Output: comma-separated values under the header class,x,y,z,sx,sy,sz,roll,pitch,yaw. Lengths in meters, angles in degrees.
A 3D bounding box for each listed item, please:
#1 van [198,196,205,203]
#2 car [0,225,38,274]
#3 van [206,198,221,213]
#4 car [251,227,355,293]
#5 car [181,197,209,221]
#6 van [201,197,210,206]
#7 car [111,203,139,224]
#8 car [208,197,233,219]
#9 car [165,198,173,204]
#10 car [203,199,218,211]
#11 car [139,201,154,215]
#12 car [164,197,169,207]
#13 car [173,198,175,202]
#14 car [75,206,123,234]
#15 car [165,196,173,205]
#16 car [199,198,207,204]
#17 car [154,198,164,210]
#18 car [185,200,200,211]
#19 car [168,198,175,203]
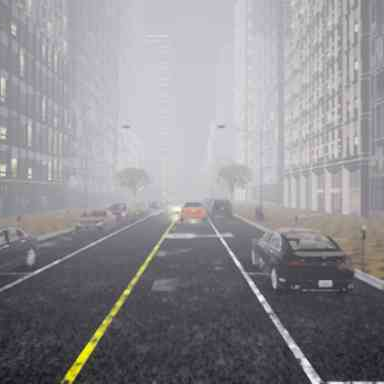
class,x,y,z,sx,sy,sz,roll,pitch,yaw
van,2.681,2.052,94.126,1.690,1.788,3.998,-1,0,0
car,-5.698,1.620,8.871,2.008,1.369,4.403,-1,0,0
van,2.681,1.671,42.974,1.690,1.788,3.998,-1,0,0
car,2.682,1.620,8.871,2.008,1.369,4.403,-1,0,0
car,0.101,1.577,29.280,2.097,1.767,4.553,0,0,0
van,2.681,1.841,65.707,1.690,1.788,3.998,-1,0,0
car,-5.699,1.639,25.922,1.967,1.590,4.097,-1,0,0
car,2.680,1.558,31.607,2.192,1.841,5.009,-1,0,0
car,-5.697,2.208,82.757,1.802,1.307,4.206,-1,0,0
car,2.682,1.813,48.656,1.967,1.590,4.097,-1,0,0
car,-5.698,1.810,37.119,1.752,1.417,4.829,-1,0,0
car,-5.698,2.008,60.023,2.008,1.369,4.403,-1,0,0
car,-5.699,1.899,77.075,2.192,1.841,5.009,-1,0,0
car,-5.698,1.738,20.238,1.802,1.307,4.206,-1,0,0
car,-5.698,1.982,71.391,1.967,1.590,4.097,-1,0,0
car,2.683,2.178,82.757,2.008,1.369,4.403,-1,0,0
car,-5.698,1.938,48.656,1.947,1.339,4.313,-1,0,0
car,0.094,1.934,48.253,1.994,1.385,4.181,0,0,0
car,-5.697,2.292,94.124,1.802,1.307,4.206,-1,0,0
